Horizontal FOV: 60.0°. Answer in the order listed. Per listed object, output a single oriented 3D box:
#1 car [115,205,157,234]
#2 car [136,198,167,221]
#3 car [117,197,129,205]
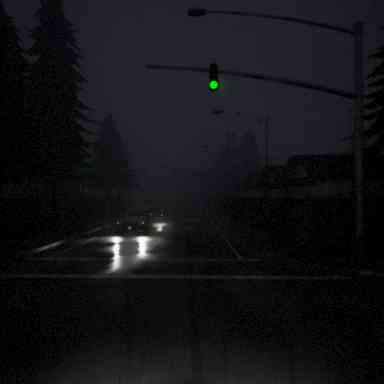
[{"bbox_3d":[-3.572,1.800,21.254,1.812,1.442,4.674,0,-1,0],"label":"car"},{"bbox_3d":[-3.582,1.625,31.836,2.150,2.045,5.566,0,-1,-1],"label":"car"},{"bbox_3d":[-16.748,2.029,75.588,3.866,1.878,1.905,0,-1,0],"label":"car"}]
